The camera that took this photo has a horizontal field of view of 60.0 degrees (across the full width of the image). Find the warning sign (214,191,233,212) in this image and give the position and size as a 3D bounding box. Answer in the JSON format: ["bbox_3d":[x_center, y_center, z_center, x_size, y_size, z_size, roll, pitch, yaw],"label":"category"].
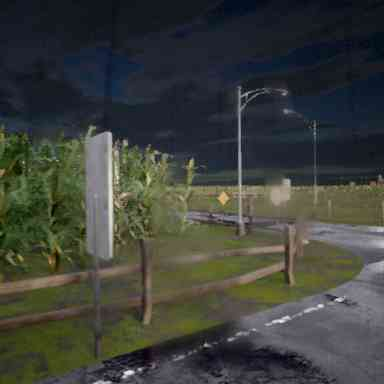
[{"bbox_3d":[2.966,0.875,31.362,1.300,1.860,1.060,-1,1,-36],"label":"warning sign"}]
